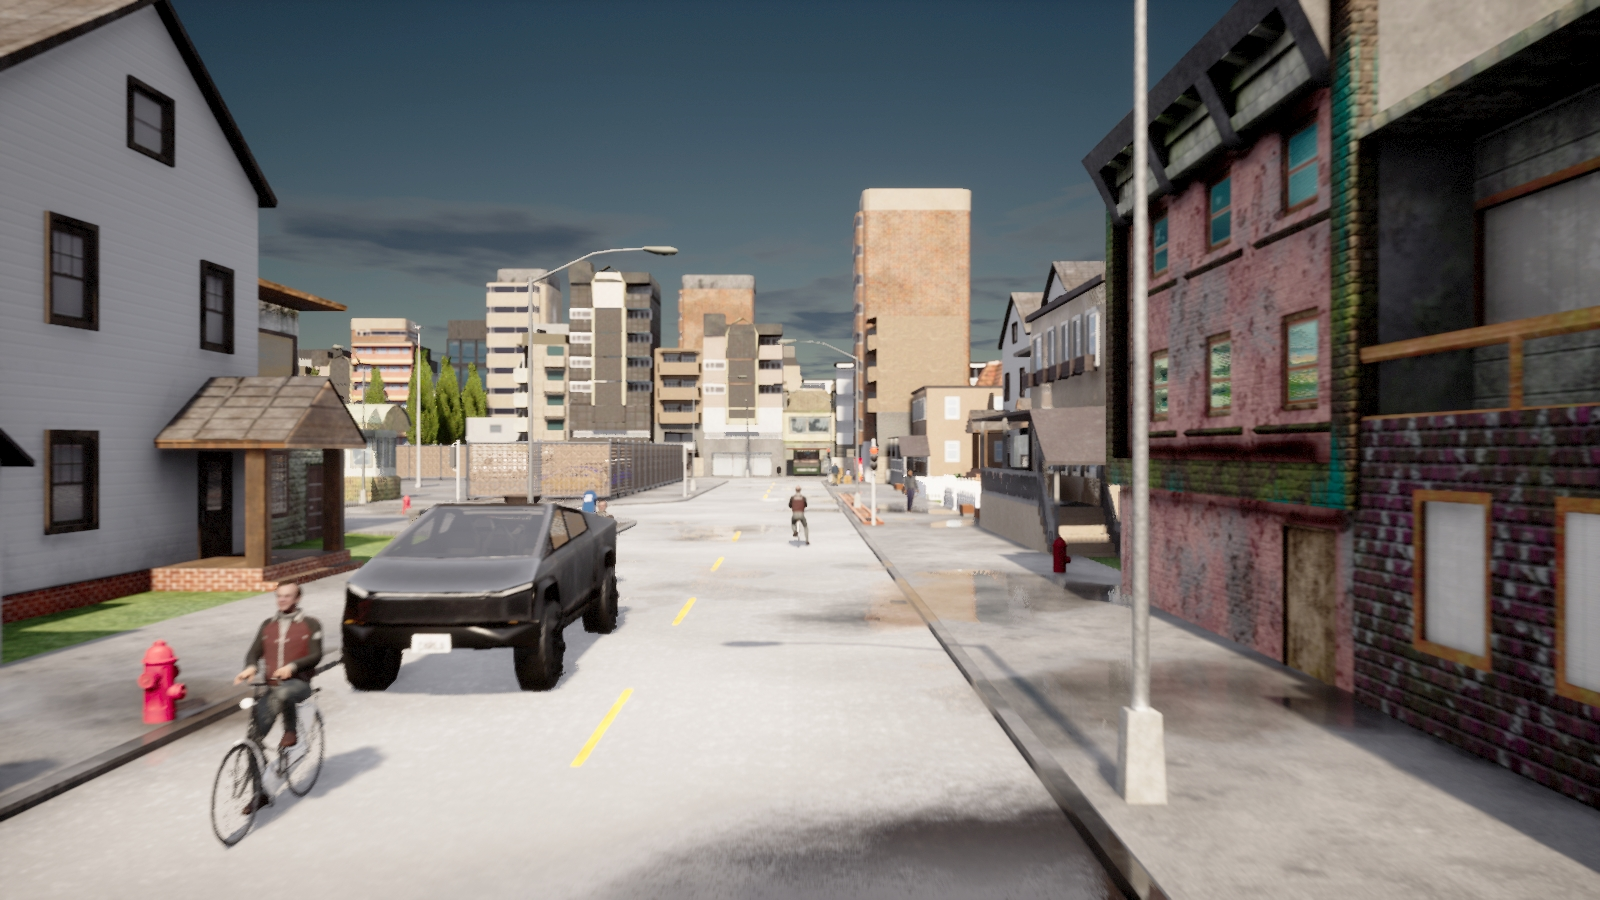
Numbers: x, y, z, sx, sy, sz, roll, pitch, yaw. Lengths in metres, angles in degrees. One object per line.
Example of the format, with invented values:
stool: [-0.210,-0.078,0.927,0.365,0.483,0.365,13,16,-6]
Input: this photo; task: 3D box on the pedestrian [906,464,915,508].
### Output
pedestrian: [4.715,1.524,48.843,0.375,1.860,0.375,0,0,2]

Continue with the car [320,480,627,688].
car: [-4.022,1.533,15.543,2.390,2.098,6.274,0,0,0]

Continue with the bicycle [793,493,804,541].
bicycle: [-0.043,1.940,33.296,0.329,1.271,1.835,0,0,0]
